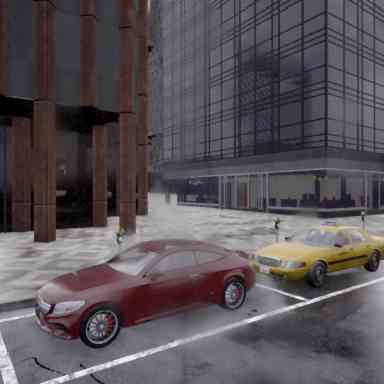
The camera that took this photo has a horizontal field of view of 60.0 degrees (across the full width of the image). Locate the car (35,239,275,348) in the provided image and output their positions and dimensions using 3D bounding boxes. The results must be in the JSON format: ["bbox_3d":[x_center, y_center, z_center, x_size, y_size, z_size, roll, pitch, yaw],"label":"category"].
[{"bbox_3d":[-0.613,1.582,6.206,4.206,1.307,1.802,0,0,-35],"label":"car"}]

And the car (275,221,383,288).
[{"bbox_3d":[3.681,1.525,9.259,4.829,1.417,1.752,0,0,-35],"label":"car"}]
